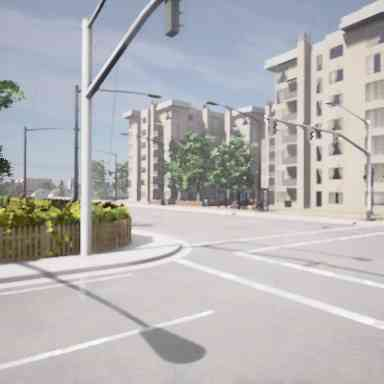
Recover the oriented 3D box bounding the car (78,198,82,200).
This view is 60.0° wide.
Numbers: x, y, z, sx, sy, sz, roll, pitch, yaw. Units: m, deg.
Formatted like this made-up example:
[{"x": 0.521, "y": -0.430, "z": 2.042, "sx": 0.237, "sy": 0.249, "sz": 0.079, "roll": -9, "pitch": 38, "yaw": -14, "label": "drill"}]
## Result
[{"x": -16.177, "y": 1.626, "z": 48.655, "sx": 1.812, "sy": 1.442, "sz": 4.674, "roll": 0, "pitch": 0, "yaw": -35, "label": "car"}]
